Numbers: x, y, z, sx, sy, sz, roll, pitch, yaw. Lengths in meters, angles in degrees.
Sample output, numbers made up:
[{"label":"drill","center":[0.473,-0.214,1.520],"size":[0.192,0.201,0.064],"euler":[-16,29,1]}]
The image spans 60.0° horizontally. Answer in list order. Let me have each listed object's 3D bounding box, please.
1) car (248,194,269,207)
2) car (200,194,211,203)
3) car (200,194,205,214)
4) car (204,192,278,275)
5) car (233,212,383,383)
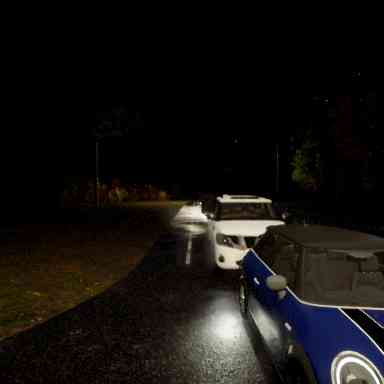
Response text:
[{"label":"car","center":[9.014,1.117,45.588],"size":[2.097,1.767,4.553],"euler":[0,0,1]},{"label":"car","center":[2.595,1.177,62.763],"size":[1.837,1.490,4.892],"euler":[0,1,4]},{"label":"car","center":[1.875,1.303,33.246],"size":[1.882,1.535,5.008],"euler":[0,0,1]},{"label":"car","center":[1.638,1.158,10.562],"size":[2.150,2.045,5.566],"euler":[0,1,0]},{"label":"car","center":[1.929,1.338,4.220],"size":[2.097,1.767,4.553],"euler":[0,0,-1]}]
